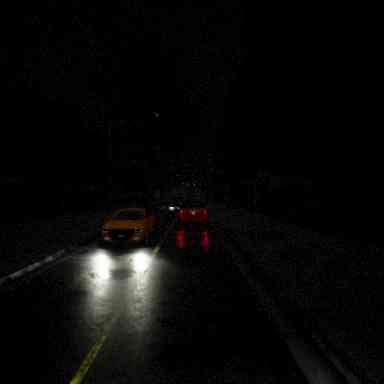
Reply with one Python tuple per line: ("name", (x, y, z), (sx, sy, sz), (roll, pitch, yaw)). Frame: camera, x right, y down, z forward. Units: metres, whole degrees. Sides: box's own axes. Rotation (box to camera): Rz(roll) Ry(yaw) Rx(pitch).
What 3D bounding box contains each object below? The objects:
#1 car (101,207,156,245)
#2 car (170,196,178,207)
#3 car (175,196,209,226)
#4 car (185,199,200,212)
("car", (-2.857, 1.495, 15.811), (1.882, 1.535, 5.008), (0, 0, 0))
("car", (-2.776, 1.723, 62.382), (2.150, 2.045, 5.566), (0, -1, 0))
("car", (0.089, 1.407, 23.947), (2.097, 1.767, 4.553), (0, 0, 0))
("car", (0.084, 1.732, 42.802), (1.837, 1.490, 4.892), (0, -1, 0))
